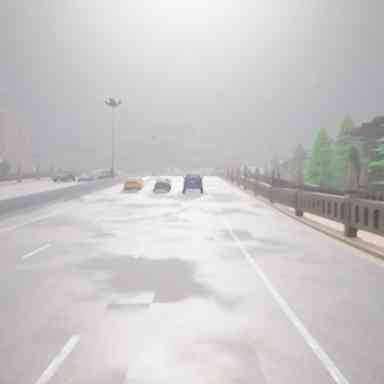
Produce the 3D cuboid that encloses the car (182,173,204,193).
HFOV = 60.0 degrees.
[{"bbox_3d":[0.117,-1.071,36.798,2.150,2.045,5.566,0,5,0],"label":"car"}]

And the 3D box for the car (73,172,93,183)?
[{"bbox_3d":[-17.492,-2.337,55.068,1.812,1.442,4.674,0,5,1],"label":"car"}]

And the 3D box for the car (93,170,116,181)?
[{"bbox_3d":[-13.997,-2.616,54.688,2.150,2.045,5.566,0,5,1],"label":"car"}]

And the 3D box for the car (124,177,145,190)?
[{"bbox_3d":[-6.874,-1.074,39.899,1.882,1.535,5.008,0,5,0],"label":"car"}]

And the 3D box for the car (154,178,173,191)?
[{"bbox_3d":[-3.377,-0.959,39.068,1.812,1.442,4.674,0,5,0],"label":"car"}]

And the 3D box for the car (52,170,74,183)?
[{"bbox_3d":[-20.985,-2.615,54.818,2.150,2.045,5.566,0,5,1],"label":"car"}]
